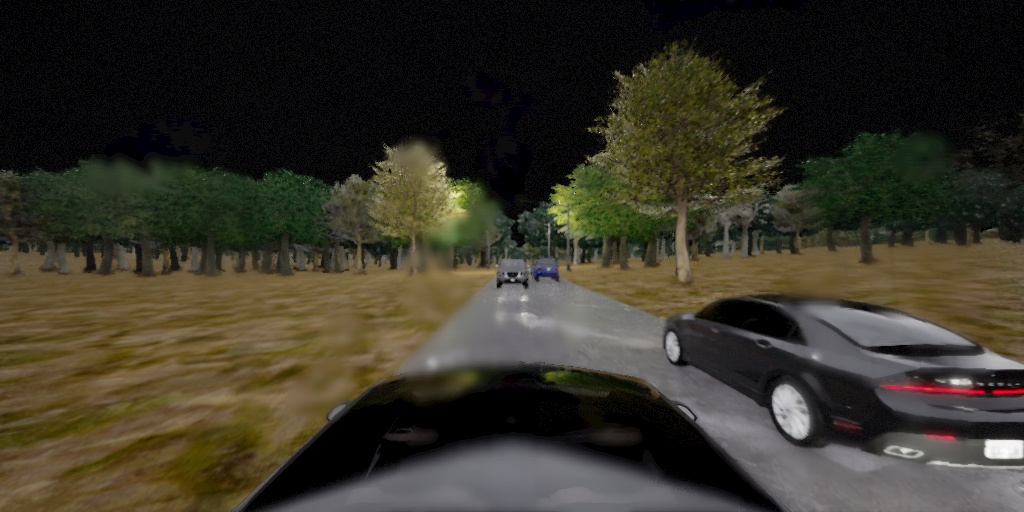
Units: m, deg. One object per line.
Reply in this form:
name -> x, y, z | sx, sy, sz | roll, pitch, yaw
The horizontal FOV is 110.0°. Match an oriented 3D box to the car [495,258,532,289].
car -> 0.040, 1.175, 25.348 | 2.150, 2.045, 5.566 | 0, -1, 0

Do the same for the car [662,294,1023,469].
car -> 3.900, 1.301, 5.262 | 1.837, 1.490, 4.892 | 0, -1, 0

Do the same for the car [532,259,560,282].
car -> 3.120, 1.260, 33.264 | 2.150, 2.045, 5.566 | 0, 0, 0
